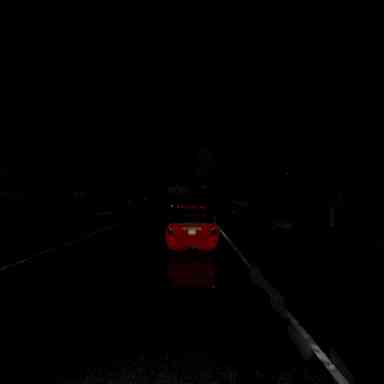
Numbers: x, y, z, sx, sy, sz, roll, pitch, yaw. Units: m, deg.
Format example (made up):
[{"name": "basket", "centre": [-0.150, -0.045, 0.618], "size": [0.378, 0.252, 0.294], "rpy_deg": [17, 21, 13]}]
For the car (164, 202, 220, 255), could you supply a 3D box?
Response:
[{"name": "car", "centre": [0.001, 1.483, 14.084], "size": [2.097, 1.767, 4.553], "rpy_deg": [0, -1, 0]}]

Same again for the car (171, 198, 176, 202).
[{"name": "car", "centre": [-3.505, 2.074, 70.964], "size": [2.033, 1.411, 5.357], "rpy_deg": [0, 0, 0]}]

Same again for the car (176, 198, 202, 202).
[{"name": "car", "centre": [-0.001, 1.490, 29.019], "size": [2.150, 2.045, 5.566], "rpy_deg": [0, 0, 0]}]
